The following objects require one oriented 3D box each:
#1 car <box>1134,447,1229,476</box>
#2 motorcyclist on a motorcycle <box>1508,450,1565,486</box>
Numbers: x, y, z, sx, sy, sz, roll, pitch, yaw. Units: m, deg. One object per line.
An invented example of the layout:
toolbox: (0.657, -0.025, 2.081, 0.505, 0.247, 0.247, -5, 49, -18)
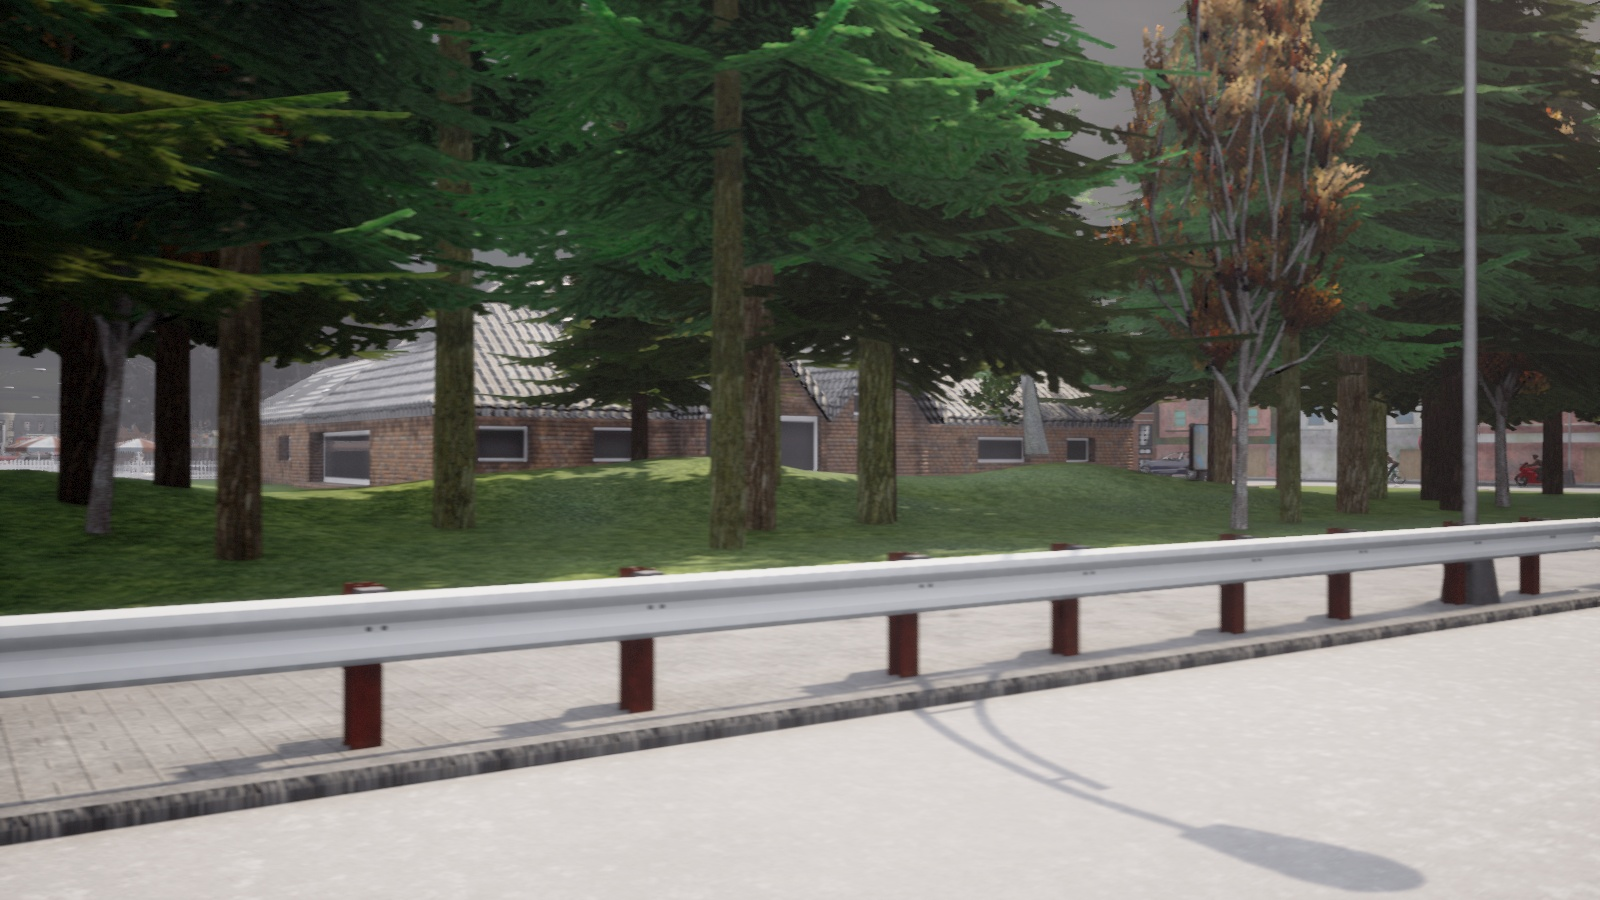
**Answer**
car: (22.143, 0.657, 73.093, 2.152, 1.651, 5.027, 0, 0, -35)
motorcyclist on a motorcycle: (33.370, 0.799, 56.894, 0.797, 1.523, 2.044, 0, 1, -35)
